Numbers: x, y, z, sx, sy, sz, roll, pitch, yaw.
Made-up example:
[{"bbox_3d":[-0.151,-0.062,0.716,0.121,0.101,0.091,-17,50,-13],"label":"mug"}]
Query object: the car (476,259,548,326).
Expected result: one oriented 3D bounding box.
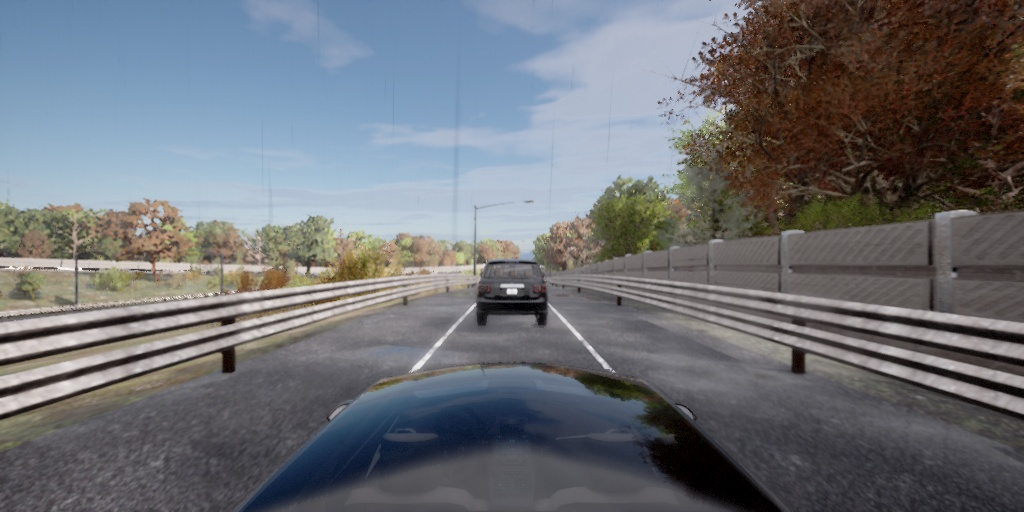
[{"bbox_3d":[0.011,1.160,12.585,2.150,2.045,5.566,0,-2,0],"label":"car"}]
